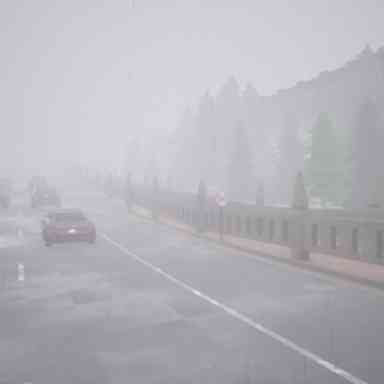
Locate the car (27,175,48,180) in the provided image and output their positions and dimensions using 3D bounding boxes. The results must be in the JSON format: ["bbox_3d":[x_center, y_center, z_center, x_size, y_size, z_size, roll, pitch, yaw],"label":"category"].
[{"bbox_3d":[-17.889,-1.228,38.600,2.097,1.767,4.553,0,7,-27],"label":"car"}]

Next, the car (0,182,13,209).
[{"bbox_3d":[-15.116,0.382,25.606,1.882,1.535,5.008,0,5,-27],"label":"car"}]

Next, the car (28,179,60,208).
[{"bbox_3d":[-12.222,0.203,27.640,2.097,1.767,4.553,0,6,-27],"label":"car"}]

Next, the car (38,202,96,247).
[{"bbox_3d":[-5.613,1.419,14.832,1.994,1.385,4.181,0,2,-27],"label":"car"}]

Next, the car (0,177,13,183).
[{"bbox_3d":[-20.645,-0.928,36.281,2.033,1.411,5.357,0,7,-27],"label":"car"}]
